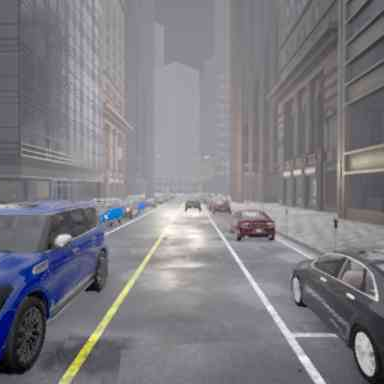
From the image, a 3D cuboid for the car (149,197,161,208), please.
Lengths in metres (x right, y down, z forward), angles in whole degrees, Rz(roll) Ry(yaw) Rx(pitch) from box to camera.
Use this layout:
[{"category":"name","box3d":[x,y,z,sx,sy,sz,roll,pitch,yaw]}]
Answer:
[{"category":"car","box3d":[-5.659,1.480,44.568,1.802,1.307,4.206,-1,0,0]}]

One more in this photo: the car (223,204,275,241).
[{"category":"car","box3d":[2.855,1.513,16.446,1.887,1.381,4.507,-1,0,0]}]

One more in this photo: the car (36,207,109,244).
[{"category":"car","box3d":[-5.670,1.519,16.444,2.008,1.369,4.403,-1,0,0]}]

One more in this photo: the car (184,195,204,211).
[{"category":"car","box3d":[0.115,1.420,38.751,1.837,1.490,4.892,0,0,0]}]

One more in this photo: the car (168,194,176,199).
[{"category":"car","box3d":[-5.641,1.281,95.190,2.008,1.369,4.403,-1,0,0]}]

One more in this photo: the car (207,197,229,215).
[{"category":"car","box3d":[2.862,1.473,33.319,1.887,1.381,4.507,-1,0,0]}]

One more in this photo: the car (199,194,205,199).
[{"category":"car","box3d":[2.884,1.255,95.358,1.752,1.417,4.829,-1,0,0]}]

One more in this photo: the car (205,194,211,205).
[{"category":"car","box3d":[2.863,1.354,38.944,1.967,1.590,4.097,-1,0,0]}]

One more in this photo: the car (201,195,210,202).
[{"category":"car","box3d":[2.876,1.354,72.691,1.887,1.381,4.507,-1,0,0]}]

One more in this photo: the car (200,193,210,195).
[{"category":"car","box3d":[2.872,1.412,61.442,1.947,1.339,4.313,-1,0,0]}]

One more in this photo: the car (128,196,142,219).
[{"category":"car","box3d":[-5.667,1.383,27.694,1.967,1.590,4.097,-1,0,0]}]

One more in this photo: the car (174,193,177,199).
[{"category":"car","box3d":[-5.647,1.085,83.940,2.192,1.841,5.009,-1,0,0]}]

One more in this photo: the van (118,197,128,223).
[{"category":"van","box3d":[-5.670,1.297,22.068,1.690,1.788,3.998,-1,0,0]}]

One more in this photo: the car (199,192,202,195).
[{"category":"car","box3d":[2.872,1.143,67.066,2.192,1.841,5.009,-1,0,0]}]

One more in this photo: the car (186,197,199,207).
[{"category":"car","box3d":[0.117,1.483,50.083,1.895,1.301,4.718,0,0,0]}]

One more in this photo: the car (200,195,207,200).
[{"category":"car","box3d":[2.881,1.352,83.940,1.802,1.307,4.206,-1,0,0]}]

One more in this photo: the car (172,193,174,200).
[{"category":"car","box3d":[-5.650,1.354,72.691,1.887,1.381,4.507,-1,0,0]}]

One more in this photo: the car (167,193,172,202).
[{"category":"car","box3d":[-5.651,1.394,67.067,1.947,1.339,4.313,-1,0,0]}]

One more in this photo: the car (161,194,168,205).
[{"category":"car","box3d":[-5.655,1.430,55.818,1.947,1.339,4.313,-1,0,0]}]

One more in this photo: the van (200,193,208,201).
[{"category":"van","box3d":[2.876,1.131,78.314,1.690,1.788,3.998,-1,0,0]}]

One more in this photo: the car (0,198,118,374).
[{"category":"car","box3d":[-3.083,1.210,5.950,2.150,2.045,5.566,0,0,0]}]

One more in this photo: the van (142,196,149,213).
[{"category":"van","box3d":[-5.666,1.270,33.318,1.690,1.788,3.998,-1,0,0]}]

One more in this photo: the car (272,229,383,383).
[{"category":"car","box3d":[2.851,1.541,5.197,2.008,1.369,4.403,-1,0,0]}]
